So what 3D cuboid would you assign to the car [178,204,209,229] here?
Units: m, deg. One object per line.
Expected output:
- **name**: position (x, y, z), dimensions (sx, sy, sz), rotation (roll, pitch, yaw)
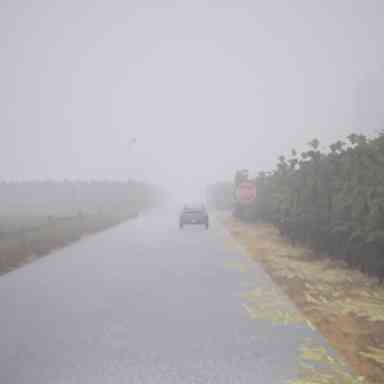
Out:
- **car**: position (0.116, 1.501, 21.832), dimensions (2.128, 1.511, 4.902), rotation (0, 0, 0)
